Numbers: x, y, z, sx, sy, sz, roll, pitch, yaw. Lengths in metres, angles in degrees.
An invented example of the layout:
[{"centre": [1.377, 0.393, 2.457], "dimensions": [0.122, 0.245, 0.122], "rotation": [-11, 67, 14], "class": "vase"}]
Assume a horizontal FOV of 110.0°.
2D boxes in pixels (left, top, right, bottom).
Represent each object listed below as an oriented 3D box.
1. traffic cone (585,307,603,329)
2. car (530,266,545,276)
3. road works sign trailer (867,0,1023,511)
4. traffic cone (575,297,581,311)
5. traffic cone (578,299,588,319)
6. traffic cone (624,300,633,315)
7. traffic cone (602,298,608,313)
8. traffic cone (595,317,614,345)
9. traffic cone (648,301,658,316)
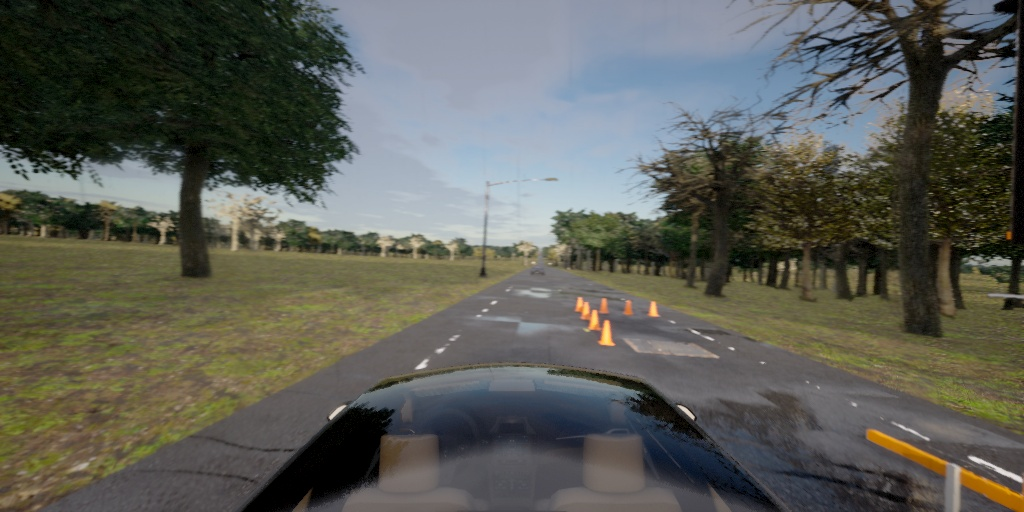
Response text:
[{"centre": [2.524, 1.945, 11.056], "dimensions": [0.340, 0.580, 0.340], "rotation": [0, 0, 4], "class": "traffic cone"}, {"centre": [3.827, 2.178, 53.573], "dimensions": [1.994, 1.385, 4.181], "rotation": [3, -1, 4], "class": "car"}, {"centre": [3.508, 0.399, 2.005], "dimensions": [2.380, 3.560, 2.880], "rotation": [0, 0, -4], "class": "road works sign trailer"}, {"centre": [2.832, 2.009, 15.043], "dimensions": [0.340, 0.580, 0.340], "rotation": [0, 0, 4], "class": "traffic cone"}, {"centre": [2.678, 1.977, 13.050], "dimensions": [0.340, 0.580, 0.340], "rotation": [0, 0, 4], "class": "traffic cone"}, {"centre": [4.823, 2.110, 14.888], "dimensions": [0.340, 0.580, 0.340], "rotation": [0, 0, 4], "class": "traffic cone"}, {"centre": [3.827, 2.059, 14.966], "dimensions": [0.340, 0.580, 0.340], "rotation": [0, 0, 4], "class": "traffic cone"}, {"centre": [2.369, 1.913, 9.062], "dimensions": [0.340, 0.580, 0.340], "rotation": [0, 0, 4], "class": "traffic cone"}, {"centre": [5.818, 2.160, 14.810], "dimensions": [0.340, 0.580, 0.340], "rotation": [0, 0, 4], "class": "traffic cone"}]
